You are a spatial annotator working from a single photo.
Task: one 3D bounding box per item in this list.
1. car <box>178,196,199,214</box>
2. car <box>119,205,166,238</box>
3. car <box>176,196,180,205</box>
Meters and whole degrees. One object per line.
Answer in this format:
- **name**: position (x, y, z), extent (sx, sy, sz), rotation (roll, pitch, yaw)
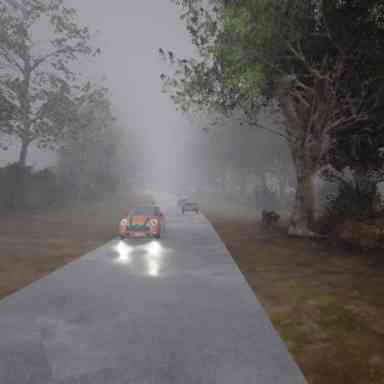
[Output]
- **car**: position (-0.272, 1.638, 37.995), extent (2.128, 1.511, 4.902), rotation (-1, 1, -3)
- **car**: position (-2.677, 1.552, 18.804), extent (2.097, 1.767, 4.553), rotation (0, -1, 1)
- **car**: position (-1.246, 1.324, 50.410), extent (1.837, 1.490, 4.892), rotation (-1, 2, -6)
